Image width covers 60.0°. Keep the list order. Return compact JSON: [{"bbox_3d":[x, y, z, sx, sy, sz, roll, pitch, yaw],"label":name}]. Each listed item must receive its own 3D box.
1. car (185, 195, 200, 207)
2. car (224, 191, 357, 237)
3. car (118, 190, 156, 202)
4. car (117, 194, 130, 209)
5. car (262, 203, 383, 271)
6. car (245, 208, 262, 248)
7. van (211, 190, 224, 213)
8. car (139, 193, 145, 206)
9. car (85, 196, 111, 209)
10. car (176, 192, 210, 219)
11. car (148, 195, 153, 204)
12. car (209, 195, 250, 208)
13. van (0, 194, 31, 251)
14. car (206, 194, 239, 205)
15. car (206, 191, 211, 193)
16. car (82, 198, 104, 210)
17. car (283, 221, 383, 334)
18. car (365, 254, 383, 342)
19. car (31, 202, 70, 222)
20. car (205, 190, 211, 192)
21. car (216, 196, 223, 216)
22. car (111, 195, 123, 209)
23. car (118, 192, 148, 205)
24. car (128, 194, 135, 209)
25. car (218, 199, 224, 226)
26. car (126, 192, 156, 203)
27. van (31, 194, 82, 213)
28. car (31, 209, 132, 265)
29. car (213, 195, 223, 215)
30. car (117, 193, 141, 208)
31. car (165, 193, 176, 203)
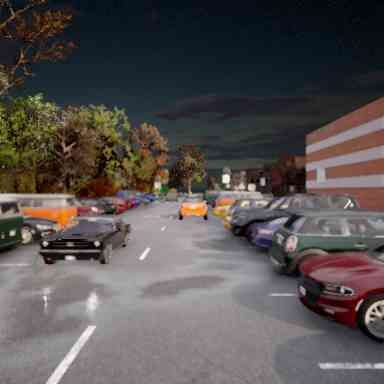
[{"bbox_3d":[0.067,1.119,43.124,1.812,1.442,4.674,0,0,0],"label":"car"},{"bbox_3d":[4.376,1.099,14.236,5.566,2.045,2.435,0,1,0],"label":"car"},{"bbox_3d":[-8.164,0.771,47.924,5.566,2.045,2.435,0,1,0],"label":"car"},{"bbox_3d":[-8.178,1.217,28.161,5.008,1.535,2.097,0,1,0],"label":"car"},{"bbox_3d":[4.377,1.278,8.587,4.553,1.767,2.185,0,1,0],"label":"car"},{"bbox_3d":[4.404,1.417,11.414,4.674,1.452,2.002,0,1,0],"label":"car"},{"bbox_3d":[4.276,0.963,31.190,4.442,1.987,1.878,0,1,0],"label":"van"},{"bbox_3d":[-8.175,1.135,36.756,5.008,1.535,2.097,0,1,0],"label":"car"},{"bbox_3d":[-8.200,1.145,22.513,4.553,1.767,2.185,0,1,0],"label":"car"},{"bbox_3d":[0.082,1.108,26.135,2.097,1.767,4.553,0,0,0],"label":"car"},{"bbox_3d":[-8.197,1.052,45.227,4.892,1.521,2.231,0,1,0],"label":"car"},{"bbox_3d":[4.389,1.147,39.670,4.674,1.452,2.002,0,1,0],"label":"car"},{"bbox_3d":[-8.281,1.151,11.342,4.442,1.987,1.878,0,1,0],"label":"van"},{"bbox_3d":[4.383,1.061,48.148,4.674,1.452,2.002,0,1,0],"label":"car"},{"bbox_3d":[4.388,1.051,45.320,5.008,1.535,2.097,0,1,0],"label":"car"},{"bbox_3d":[-8.172,1.297,19.691,5.008,1.535,2.097,0,1,0],"label":"car"},{"bbox_3d":[4.416,1.431,5.762,5.008,1.535,2.097,0,1,0],"label":"car"},{"bbox_3d":[4.416,1.498,2.937,4.674,1.452,2.002,0,1,0],"label":"car"},{"bbox_3d":[-8.171,1.351,14.168,4.892,1.521,2.231,0,1,0],"label":"car"},{"bbox_3d":[4.407,0.738,50.970,5.566,2.045,2.435,0,1,0],"label":"car"},{"bbox_3d":[4.584,1.266,22.716,5.366,1.575,1.946,0,1,0],"label":"car"},{"bbox_3d":[-8.166,1.243,25.337,5.008,1.535,2.097,0,1,0],"label":"car"},{"bbox_3d":[-8.178,1.109,39.580,4.892,1.521,2.231,0,1,0],"label":"car"},{"bbox_3d":[-8.205,1.218,31.109,4.792,1.488,2.163,0,1,0],"label":"car"},{"bbox_3d":[4.217,1.320,17.064,5.366,1.575,1.946,0,1,0],"label":"car"},{"bbox_3d":[-8.134,0.826,53.705,4.553,1.767,2.185,0,0,0],"label":"car"},{"bbox_3d":[-8.281,1.097,16.992,4.442,1.987,1.878,0,0,0],"label":"van"},{"bbox_3d":[-3.359,1.498,11.380,1.895,1.301,4.718,0,1,0],"label":"car"},{"bbox_3d":[4.397,1.255,28.367,4.674,1.452,2.002,0,1,0],"label":"car"},{"bbox_3d":[-8.173,1.162,33.933,5.008,1.535,2.097,0,1,0],"label":"car"},{"bbox_3d":[-3.348,0.968,54.919,1.837,1.490,4.892,0,1,0],"label":"car"}]
